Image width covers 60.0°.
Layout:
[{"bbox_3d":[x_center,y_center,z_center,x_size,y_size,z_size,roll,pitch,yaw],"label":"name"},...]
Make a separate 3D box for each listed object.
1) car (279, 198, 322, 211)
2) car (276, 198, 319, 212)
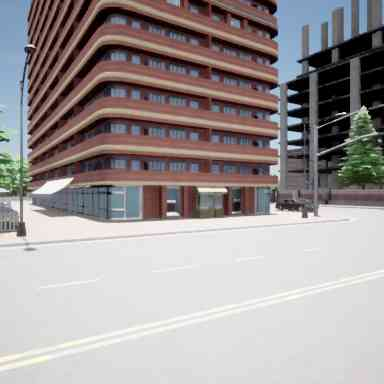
[{"bbox_3d":[13.548,1.491,41.705,2.128,1.511,4.902,0,0,-33],"label":"car"},{"bbox_3d":[11.789,1.505,37.954,1.837,1.490,4.892,0,0,-32],"label":"car"}]
